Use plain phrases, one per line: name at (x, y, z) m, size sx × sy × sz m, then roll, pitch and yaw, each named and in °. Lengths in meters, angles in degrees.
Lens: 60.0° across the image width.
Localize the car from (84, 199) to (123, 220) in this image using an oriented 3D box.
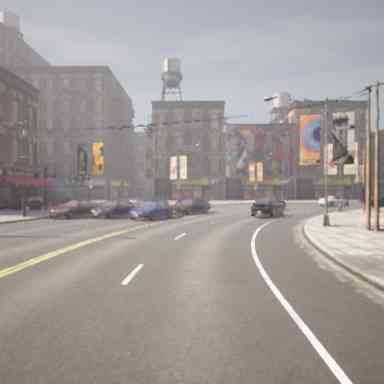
car at (-6.287, 1.361, 26.981) m, size 1.812 × 1.442 × 4.674 m, roll 0°, pitch 0°, yaw 22°

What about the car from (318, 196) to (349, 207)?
car at (19.156, 1.250, 44.980) m, size 4.674 × 1.442 × 1.812 m, roll 0°, pitch 0°, yaw -27°

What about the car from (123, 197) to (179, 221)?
car at (-3.051, 1.370, 25.620) m, size 1.812 × 1.442 × 4.674 m, roll 0°, pitch 0°, yaw 23°

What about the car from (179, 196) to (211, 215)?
car at (-0.107, 1.354, 31.393) m, size 2.033 × 1.411 × 5.357 m, roll 0°, pitch 0°, yaw 31°

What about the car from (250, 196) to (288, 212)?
car at (8.673, 1.263, 37.128) m, size 2.128 × 1.511 × 4.902 m, roll 1°, pitch 1°, yaw 42°

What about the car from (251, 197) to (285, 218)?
car at (6.604, 1.328, 28.663) m, size 1.837 × 1.490 × 4.892 m, roll 0°, pitch 0°, yaw 30°

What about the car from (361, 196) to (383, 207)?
car at (24.177, 1.261, 43.320) m, size 4.674 × 1.442 × 1.812 m, roll 0°, pitch 0°, yaw -20°
